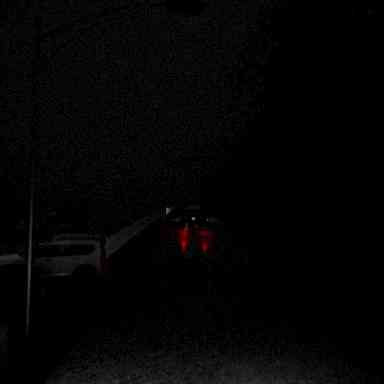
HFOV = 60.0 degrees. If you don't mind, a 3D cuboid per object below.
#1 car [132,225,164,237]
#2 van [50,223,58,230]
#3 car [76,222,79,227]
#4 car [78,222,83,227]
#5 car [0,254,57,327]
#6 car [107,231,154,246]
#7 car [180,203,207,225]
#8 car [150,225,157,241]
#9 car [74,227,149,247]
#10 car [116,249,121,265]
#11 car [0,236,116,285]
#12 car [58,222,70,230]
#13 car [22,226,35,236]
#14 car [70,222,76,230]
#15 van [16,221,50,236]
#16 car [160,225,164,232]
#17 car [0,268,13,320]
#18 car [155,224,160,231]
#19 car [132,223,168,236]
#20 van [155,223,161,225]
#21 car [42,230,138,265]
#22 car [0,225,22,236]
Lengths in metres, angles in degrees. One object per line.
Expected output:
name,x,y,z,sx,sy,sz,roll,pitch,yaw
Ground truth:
car,-6.934,6.111,52.449,4.553,1.767,2.185,2,-4,-20
van,-24.027,6.025,52.639,4.442,1.987,1.878,1,-4,-20
car,-23.935,6.912,61.542,4.792,1.488,2.163,1,-5,-20
car,-23.988,6.839,64.472,5.566,2.045,2.435,1,-4,-20
car,-6.769,3.103,10.253,4.553,1.767,2.185,2,-4,-20
car,-6.938,5.191,37.352,4.792,1.488,2.163,2,-4,-20
car,0.097,1.553,24.026,1.812,1.442,4.674,0,0,0
car,-6.865,4.698,34.378,5.566,2.045,2.435,2,-5,-20
car,-6.899,4.266,28.330,5.566,2.045,2.435,2,-4,-20
car,-6.862,3.900,19.262,4.792,1.488,2.163,2,-4,-20
car,-6.842,3.405,16.266,5.566,2.045,2.435,2,-4,-20
car,-23.908,6.212,55.651,5.566,2.045,2.435,1,-5,-20
car,-23.879,5.624,43.819,4.892,1.521,2.231,1,-4,-20
car,-23.919,6.422,58.603,5.566,2.045,2.435,1,-5,-20
van,-24.016,5.816,49.687,4.442,1.987,1.878,1,-4,-20
car,-6.937,5.808,46.404,4.892,1.521,2.231,2,-4,-20
car,-6.750,2.887,7.234,4.553,1.767,2.185,2,-4,-20
car,-6.968,5.467,43.400,4.553,1.767,2.185,2,-5,-20
car,-6.998,6.197,55.448,5.566,2.045,2.435,2,-4,-20
van,-6.845,5.801,49.481,4.442,1.987,1.878,2,-5,-20
car,-6.812,3.837,22.318,5.566,2.045,2.435,2,-5,-20
car,-23.898,5.287,40.860,4.553,1.767,2.185,1,-5,-20
